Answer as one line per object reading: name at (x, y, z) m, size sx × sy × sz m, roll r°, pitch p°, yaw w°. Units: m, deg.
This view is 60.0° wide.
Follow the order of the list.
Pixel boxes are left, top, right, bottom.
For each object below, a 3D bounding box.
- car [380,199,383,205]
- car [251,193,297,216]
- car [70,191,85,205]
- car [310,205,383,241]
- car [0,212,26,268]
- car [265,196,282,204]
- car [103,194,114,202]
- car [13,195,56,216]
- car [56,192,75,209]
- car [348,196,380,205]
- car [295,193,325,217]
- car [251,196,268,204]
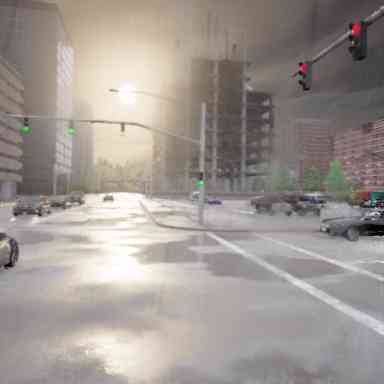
car at (29.540, 1.826, 52.740) m, size 1.784 × 1.438 × 3.905 m, roll 1°, pitch 0°, yaw -10°
car at (7.554, 1.246, 31.169) m, size 1.932 × 1.855 × 4.605 m, roll 1°, pitch 0°, yaw -10°
car at (-17.038, 0.841, 48.853) m, size 2.150 × 2.045 × 5.566 m, roll 1°, pitch 0°, yaw -10°
car at (8.992, 1.631, 16.975) m, size 4.902 × 1.511 × 2.128 m, roll 1°, pitch 0°, yaw -9°
car at (-5.564, 1.413, 7.728) m, size 1.812 × 1.442 × 4.674 m, roll 1°, pitch 0°, yaw -13°
car at (15.970, 1.560, 65.661) m, size 1.784 × 1.438 × 3.905 m, roll 1°, pitch 0°, yaw -10°
car at (-16.554, 1.164, 66.163) m, size 1.994 × 1.385 × 4.181 m, roll 1°, pitch 0°, yaw -10°
car at (-13.387, 1.067, 28.142) m, size 2.097 × 1.767 × 4.553 m, roll 1°, pitch 0°, yaw -10°
car at (-15.224, 1.145, 38.430) m, size 1.882 × 1.535 × 5.008 m, roll 1°, pitch 0°, yaw -10°
car at (26.680, 1.564, 52.301) m, size 1.932 × 1.855 × 4.605 m, roll 1°, pitch 0°, yaw -10°
car at (10.414, 1.300, 31.616) m, size 1.905 × 1.878 × 3.866 m, roll 1°, pitch 0°, yaw -10°
car at (13.119, 1.540, 65.161) m, size 1.970 × 1.475 × 3.806 m, roll 1°, pitch 0°, yaw -10°
